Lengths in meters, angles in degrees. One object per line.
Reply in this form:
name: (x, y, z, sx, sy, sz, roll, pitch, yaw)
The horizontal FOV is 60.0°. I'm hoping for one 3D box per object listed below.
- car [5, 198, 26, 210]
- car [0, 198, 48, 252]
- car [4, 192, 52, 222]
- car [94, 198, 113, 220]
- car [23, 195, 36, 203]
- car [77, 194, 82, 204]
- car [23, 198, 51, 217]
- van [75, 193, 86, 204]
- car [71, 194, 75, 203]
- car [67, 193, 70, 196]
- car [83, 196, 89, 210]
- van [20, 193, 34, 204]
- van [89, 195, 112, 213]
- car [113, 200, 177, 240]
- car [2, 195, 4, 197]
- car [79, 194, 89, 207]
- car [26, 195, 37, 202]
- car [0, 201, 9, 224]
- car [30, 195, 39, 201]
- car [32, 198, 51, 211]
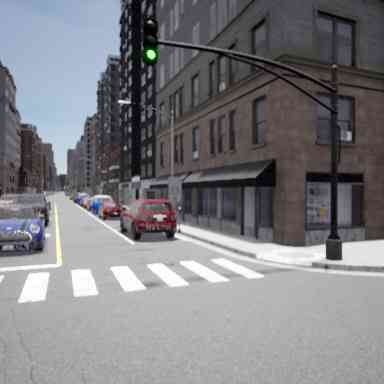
car: (-21.029, 1.417, 39.833, 1.802, 1.307, 4.206, 0, 0, -22)
car: (-7.127, 1.311, 13.444, 2.097, 1.767, 4.553, 0, 0, -22)
car: (-10.782, 1.144, 22.266, 2.150, 2.045, 5.566, 0, 0, -22)
car: (-6.657, 1.470, 27.392, 1.887, 1.381, 4.507, 0, 0, -22)
car: (-29.673, 1.283, 60.735, 1.887, 1.381, 4.507, 0, 0, -22)
car: (-15.305, 1.415, 48.301, 1.802, 1.307, 4.206, 0, 0, -22)
car: (-14.510, 1.376, 31.410, 2.128, 1.511, 4.902, 0, 0, -22)
van: (-17.465, 1.150, 53.527, 1.690, 1.788, 3.998, 0, 0, -22)
car: (-19.627, 1.100, 58.754, 2.192, 1.841, 5.009, 0, 0, -22)
car: (-28.276, 1.155, 79.658, 1.967, 1.590, 4.097, 0, 0, -22)
car: (-10.981, 1.462, 37.846, 1.802, 1.307, 4.206, 0, 0, -22)
van: (-27.511, 1.104, 55.509, 1.690, 1.788, 3.998, 0, 0, -22)
van: (-8.818, 1.244, 32.619, 1.690, 1.788, 3.998, 0, 0, -22)
car: (-2.332, 1.283, 16.937, 2.192, 1.841, 5.009, 0, 0, -22)
car: (-18.866, 1.173, 34.607, 2.192, 1.841, 5.009, 0, 0, -22)
car: (-13.207, 1.381, 43.231, 1.752, 1.417, 4.829, 0, 0, -22)
car: (-31.836, 1.300, 65.960, 1.802, 1.307, 4.206, 0, 0, -22)
car: (-14.479, 1.429, 23.998, 1.752, 1.417, 4.829, 0, 0, -22)
car: (-36.158, 1.275, 76.407, 1.802, 1.307, 4.206, 0, 0, -22)
car: (-17.833, 1.449, 39.578, 1.895, 1.301, 4.718, 0, 0, -22)
